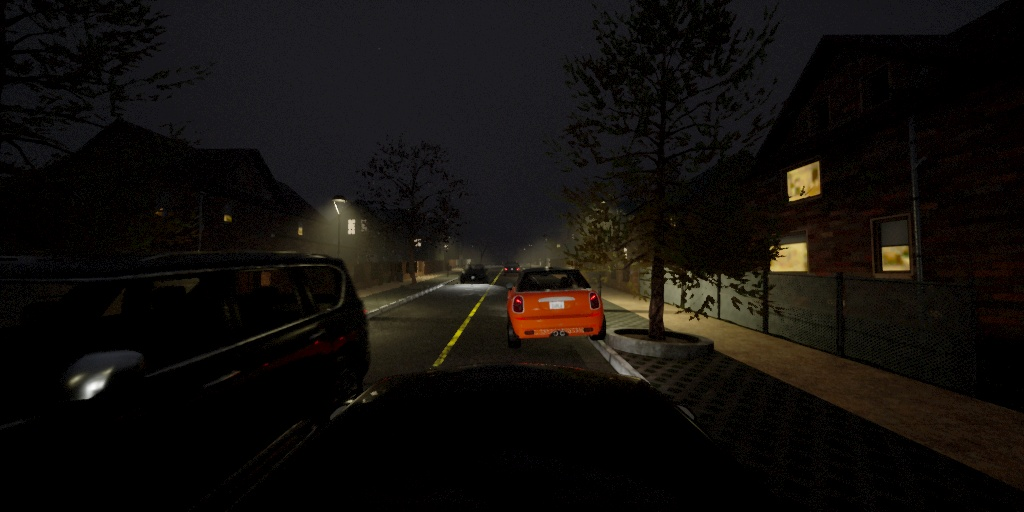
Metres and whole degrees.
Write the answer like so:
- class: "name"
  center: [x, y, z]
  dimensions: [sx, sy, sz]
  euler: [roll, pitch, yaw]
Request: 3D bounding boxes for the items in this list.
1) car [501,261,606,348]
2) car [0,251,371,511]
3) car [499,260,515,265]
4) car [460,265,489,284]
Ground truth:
- class: "car"
  center: [0.910, 1.062, 9.442]
  dimensions: [2.097, 1.767, 4.553]
  euler: [-3, -1, 0]
- class: "car"
  center: [-2.851, 0.972, 2.348]
  dimensions: [2.150, 2.045, 5.566]
  euler: [0, 0, 0]
- class: "car"
  center: [0.018, 1.367, 38.218]
  dimensions: [2.033, 1.411, 5.357]
  euler: [0, 0, 0]
- class: "car"
  center: [-2.792, 1.358, 27.612]
  dimensions: [1.994, 1.385, 4.181]
  euler: [0, 0, 0]
